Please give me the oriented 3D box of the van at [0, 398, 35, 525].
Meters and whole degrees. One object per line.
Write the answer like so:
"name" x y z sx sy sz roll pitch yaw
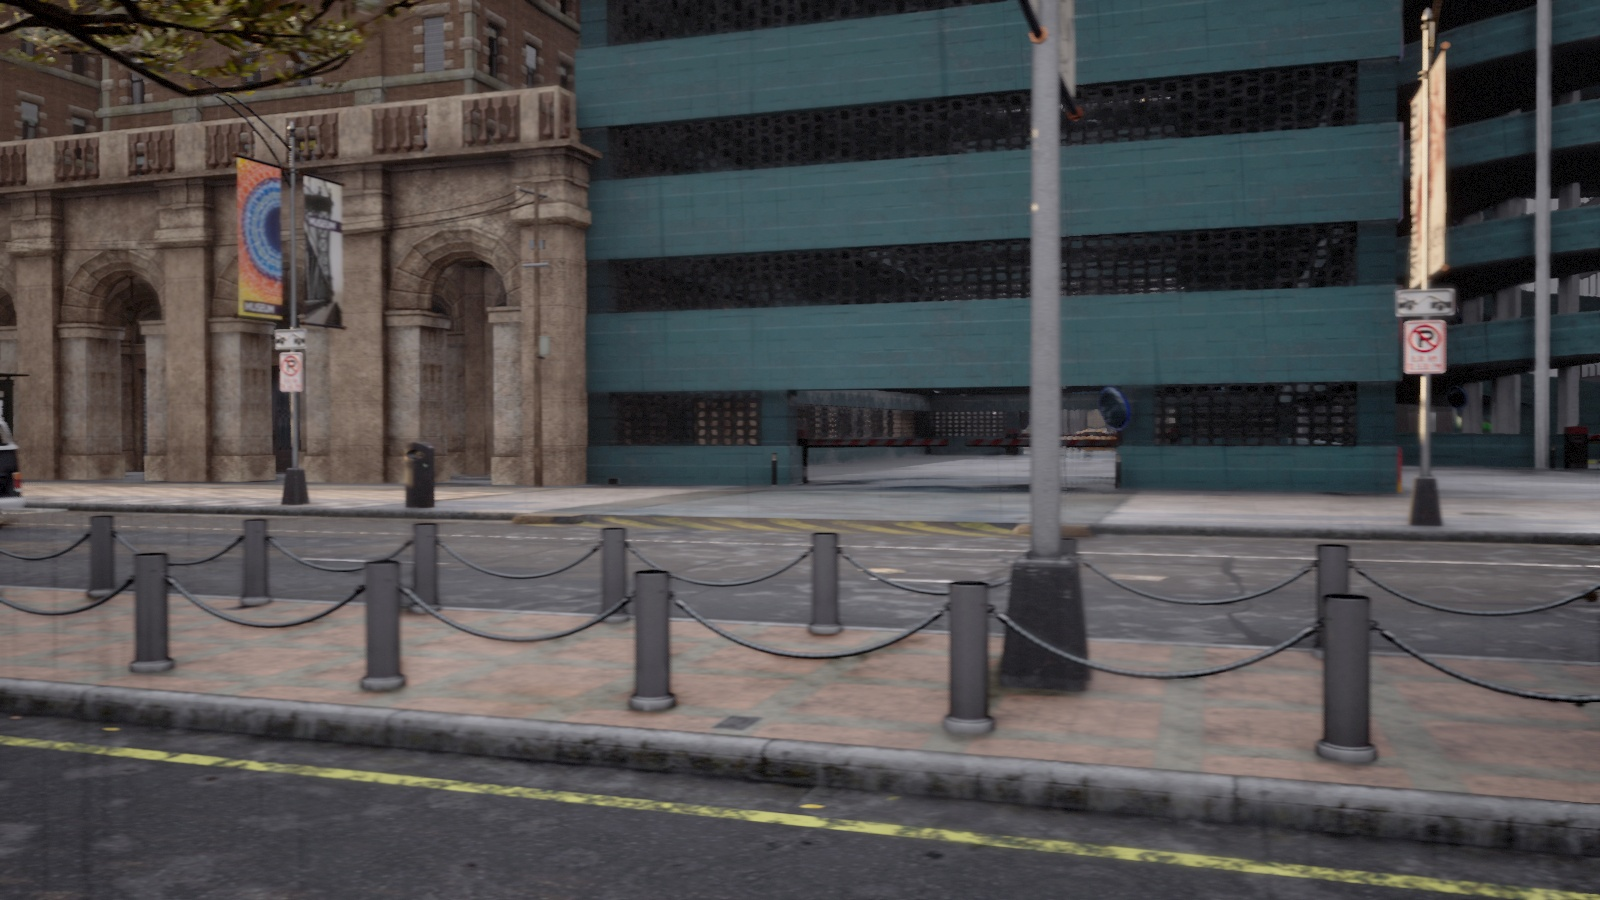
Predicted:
"van" -15.038 0.167 20.383 4.480 2.038 2.069 1 1 19

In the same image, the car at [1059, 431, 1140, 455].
"car" 19.867 -0.455 83.280 5.008 1.535 1.882 1 1 18
